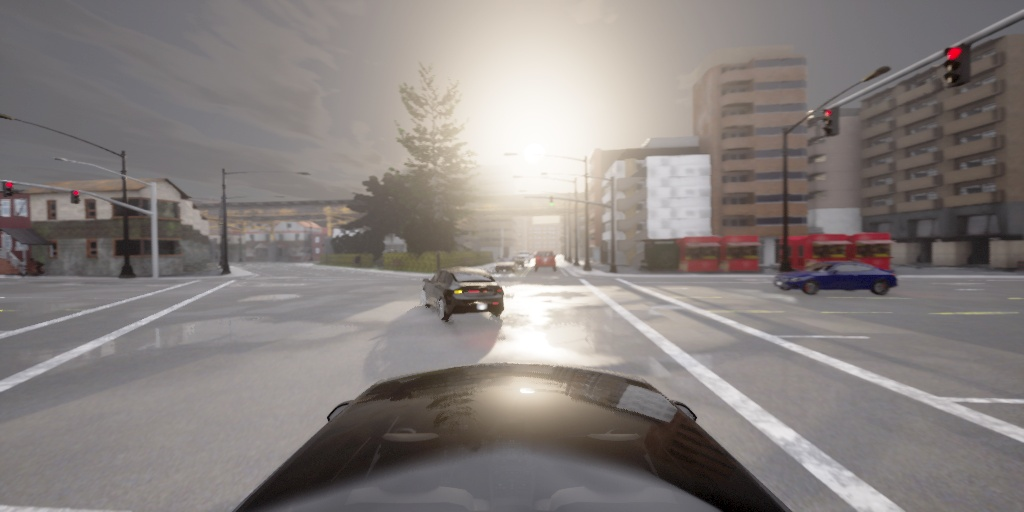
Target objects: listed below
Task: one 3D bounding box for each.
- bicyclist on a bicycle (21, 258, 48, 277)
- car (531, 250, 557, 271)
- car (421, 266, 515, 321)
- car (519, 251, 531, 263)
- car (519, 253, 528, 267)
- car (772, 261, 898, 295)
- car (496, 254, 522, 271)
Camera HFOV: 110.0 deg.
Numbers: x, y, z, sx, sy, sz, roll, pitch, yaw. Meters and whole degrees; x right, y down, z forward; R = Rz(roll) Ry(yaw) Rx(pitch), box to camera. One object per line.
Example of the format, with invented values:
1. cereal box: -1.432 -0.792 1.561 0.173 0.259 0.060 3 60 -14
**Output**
1. bicyclist on a bicycle: -40.111 0.969 30.138 0.582 1.620 1.656 0 1 5
2. car: 3.435 0.450 36.957 2.150 2.045 5.566 -1 1 5
3. car: -1.825 1.148 12.219 1.837 1.490 4.892 0 0 -24
4. car: 2.151 0.129 63.141 2.150 2.045 5.566 -1 1 5
5. car: 0.584 0.713 46.206 1.994 1.385 4.181 -1 1 6
6. car: 14.626 0.967 16.361 4.674 1.442 1.812 -1 1 4
7. car: -0.442 0.860 34.928 2.033 1.411 5.357 -1 1 5
